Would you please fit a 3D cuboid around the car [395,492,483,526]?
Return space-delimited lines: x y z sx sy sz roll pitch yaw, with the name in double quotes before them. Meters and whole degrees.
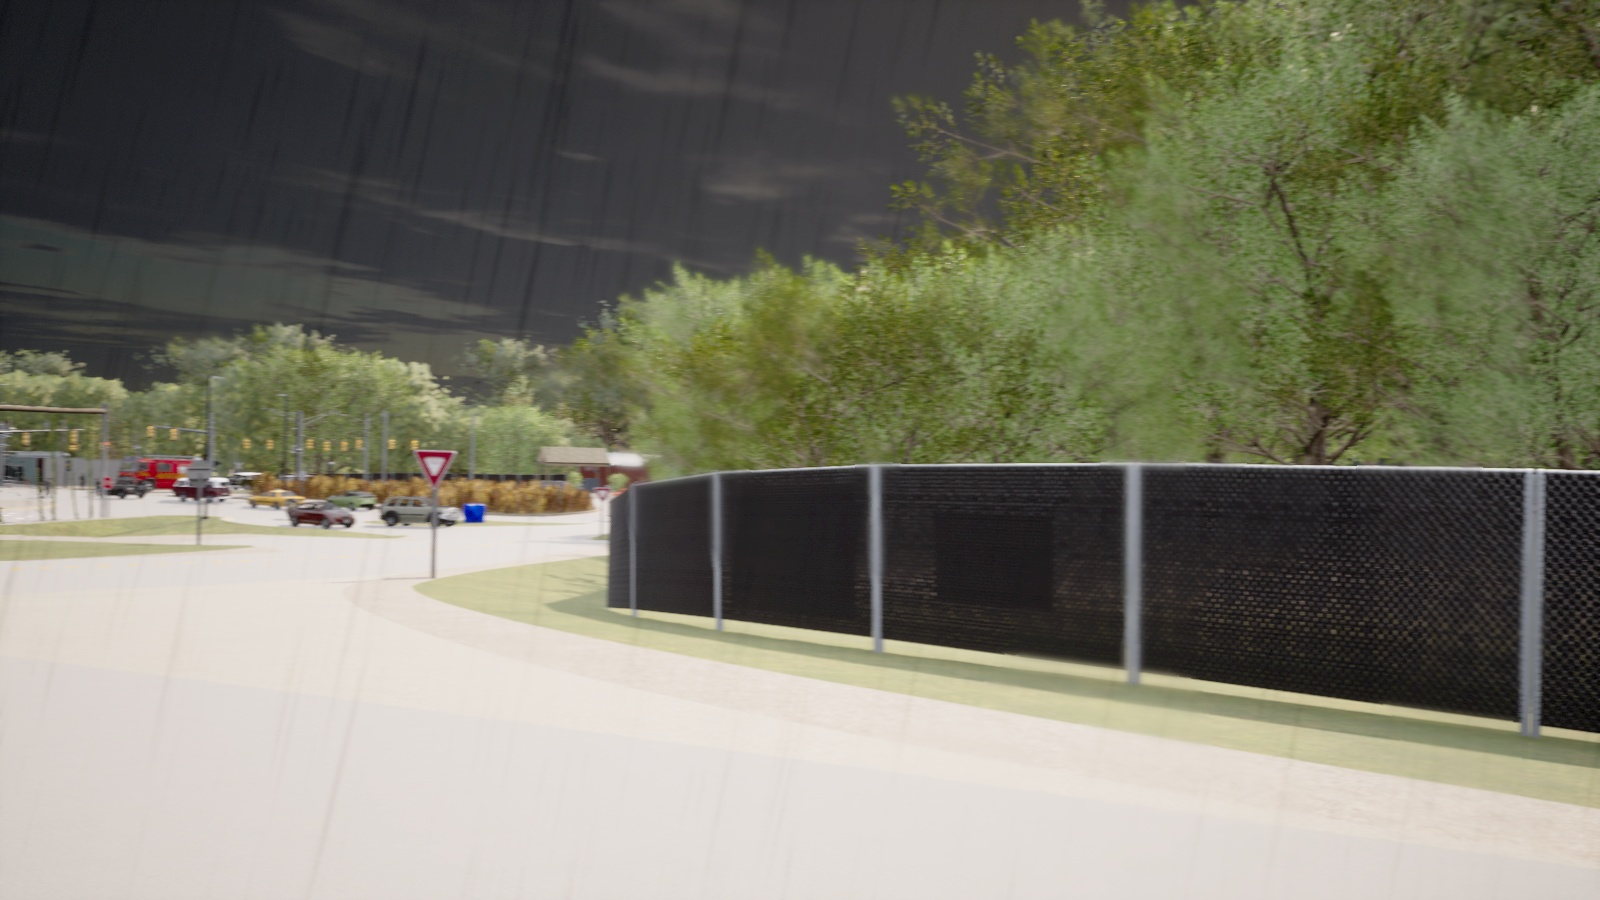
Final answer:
"car" -21.342 3.471 74.237 4.605 1.855 1.932 1 -1 13

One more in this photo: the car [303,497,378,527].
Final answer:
"car" -26.433 3.550 72.180 4.193 1.474 1.816 1 0 32
